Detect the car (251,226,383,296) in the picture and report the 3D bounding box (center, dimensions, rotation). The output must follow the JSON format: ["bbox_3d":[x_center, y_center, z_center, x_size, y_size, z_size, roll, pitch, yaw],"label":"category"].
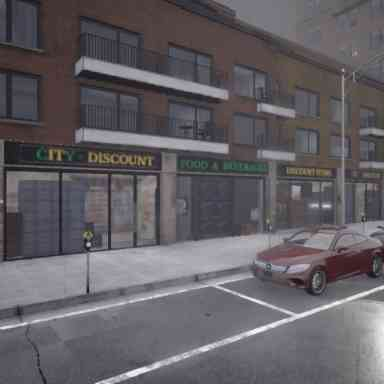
[{"bbox_3d":[3.394,1.582,8.598,4.206,1.307,1.802,0,0,-35],"label":"car"}]
